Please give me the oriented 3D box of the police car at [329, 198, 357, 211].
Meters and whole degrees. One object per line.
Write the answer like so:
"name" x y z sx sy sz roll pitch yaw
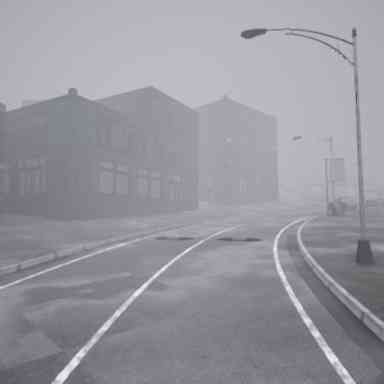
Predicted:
"police car" 19.106 1.549 41.852 5.238 1.638 1.930 0 -3 -43

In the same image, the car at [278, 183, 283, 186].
"car" 20.729 -1.892 83.208 4.553 1.767 2.185 0 -5 -2

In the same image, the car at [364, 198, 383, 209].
"car" 26.501 1.579 47.712 4.892 1.490 1.837 -1 -4 -34

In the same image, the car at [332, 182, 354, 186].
"car" 37.181 -1.807 83.783 4.892 1.521 2.231 0 -5 -2

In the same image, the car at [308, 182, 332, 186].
"car" 31.665 -1.803 83.581 4.892 1.521 2.231 0 -5 -2

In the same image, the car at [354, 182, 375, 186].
"car" 42.721 -1.746 84.084 4.674 1.452 2.002 0 -5 -3
